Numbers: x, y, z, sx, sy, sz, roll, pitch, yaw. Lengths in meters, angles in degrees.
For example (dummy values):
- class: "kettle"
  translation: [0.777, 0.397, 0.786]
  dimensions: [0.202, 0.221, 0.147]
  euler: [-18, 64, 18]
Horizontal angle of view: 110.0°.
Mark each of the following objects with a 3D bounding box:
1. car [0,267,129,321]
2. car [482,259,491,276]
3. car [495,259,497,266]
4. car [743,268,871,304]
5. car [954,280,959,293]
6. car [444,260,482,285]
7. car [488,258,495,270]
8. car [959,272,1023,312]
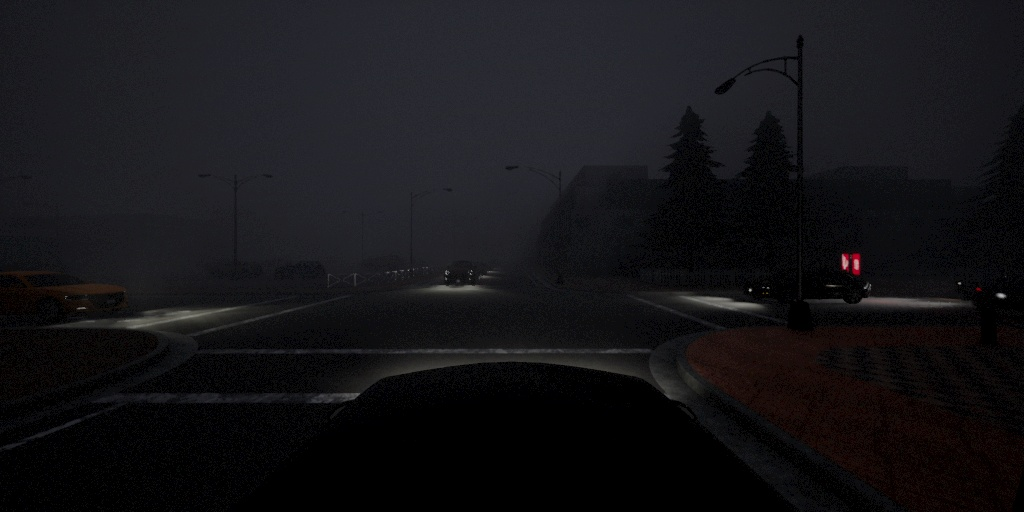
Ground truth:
- class: "car"
  translation: [-15.818, 1.242, 11.885]
  dimensions: [5.008, 1.535, 1.882]
  euler: [0, 0, -1]
- class: "car"
  translation: [-3.664, 1.294, 38.247]
  dimensions: [2.033, 1.411, 5.357]
  euler: [0, 0, 0]
- class: "car"
  translation: [-3.616, 1.057, 63.743]
  dimensions: [1.895, 1.301, 4.718]
  euler: [0, 0, 0]
- class: "car"
  translation: [12.968, 1.269, 15.914]
  dimensions: [4.892, 1.490, 1.837]
  euler: [0, 0, -1]
- class: "car"
  translation: [23.043, 1.365, 16.037]
  dimensions: [4.718, 1.301, 1.895]
  euler: [0, 0, -1]
- class: "car"
  translation: [-3.618, 1.099, 26.144]
  dimensions: [2.097, 1.767, 4.553]
  euler: [0, 0, -1]
- class: "car"
  translation: [-3.669, 1.271, 48.563]
  dimensions: [1.812, 1.442, 4.674]
  euler: [0, 0, 0]
- class: "car"
  translation: [18.722, 1.328, 12.287]
  dimensions: [4.181, 1.385, 1.994]
  euler: [0, 0, -1]
